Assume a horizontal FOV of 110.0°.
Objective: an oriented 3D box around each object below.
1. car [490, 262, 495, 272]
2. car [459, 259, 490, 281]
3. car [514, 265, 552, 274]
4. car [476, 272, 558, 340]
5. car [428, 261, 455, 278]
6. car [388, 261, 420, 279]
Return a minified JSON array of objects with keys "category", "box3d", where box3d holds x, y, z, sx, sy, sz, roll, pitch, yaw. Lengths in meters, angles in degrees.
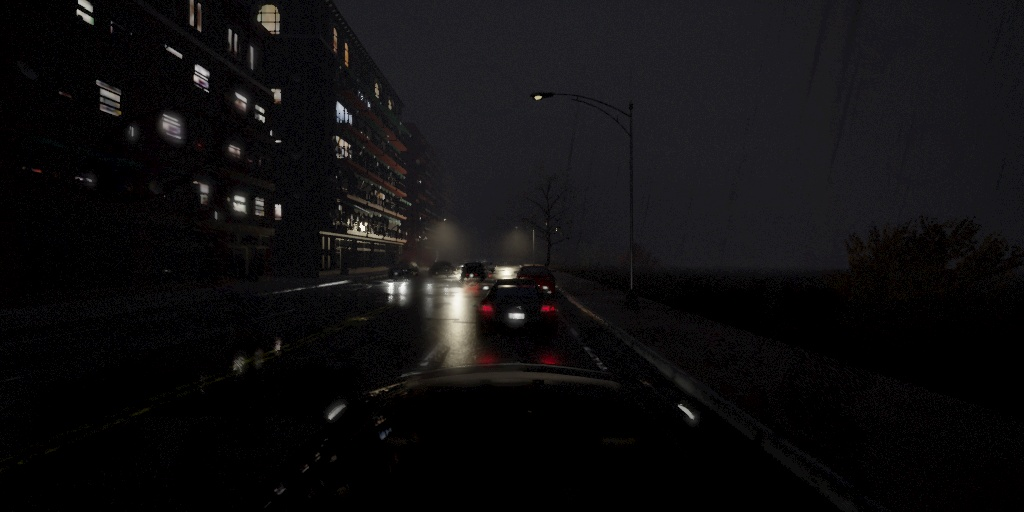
[{"category":"car","box3d":[-3.130,1.352,44.498,1.895,1.301,4.718,0,0,0]},{"category":"car","box3d":[-3.137,1.256,30.268,1.837,1.490,4.892,0,0,0]},{"category":"car","box3d":[1.145,1.230,18.944,1.882,1.535,5.008,0,0,0]},{"category":"car","box3d":[0.105,1.315,10.024,1.994,1.385,4.181,0,0,0]},{"category":"car","box3d":[-6.586,1.257,33.834,1.837,1.490,4.892,0,0,0]},{"category":"car","box3d":[-9.837,1.244,32.891,2.128,1.511,4.902,0,0,0]}]
